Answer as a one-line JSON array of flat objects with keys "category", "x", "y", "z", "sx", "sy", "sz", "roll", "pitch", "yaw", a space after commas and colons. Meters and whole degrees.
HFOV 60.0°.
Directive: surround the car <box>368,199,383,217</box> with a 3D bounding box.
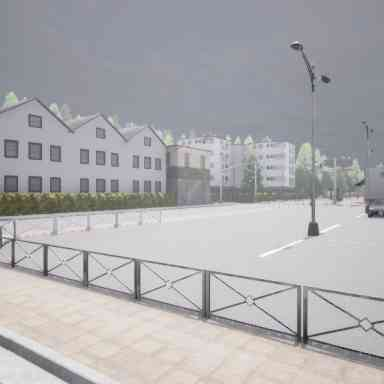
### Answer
[{"category": "car", "x": 15.443, "y": 1.298, "z": 26.791, "sx": 2.007, "sy": 1.523, "sz": 4.514, "roll": 0, "pitch": 0, "yaw": 35}]
